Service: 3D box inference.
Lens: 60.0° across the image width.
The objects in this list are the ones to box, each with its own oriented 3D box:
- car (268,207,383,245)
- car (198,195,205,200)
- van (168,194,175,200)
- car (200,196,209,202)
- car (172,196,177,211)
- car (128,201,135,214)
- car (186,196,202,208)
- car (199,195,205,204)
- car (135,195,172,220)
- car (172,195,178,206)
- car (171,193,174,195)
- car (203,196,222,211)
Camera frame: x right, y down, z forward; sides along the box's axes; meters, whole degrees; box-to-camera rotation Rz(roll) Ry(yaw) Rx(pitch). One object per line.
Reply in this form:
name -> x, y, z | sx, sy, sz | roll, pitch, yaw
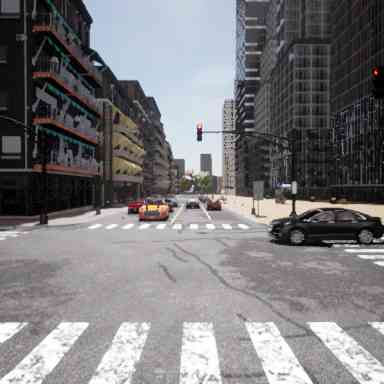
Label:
car -> 5.856, 1.461, 14.753 | 4.892, 1.490, 1.837 | 0, 1, 0
car -> 2.706, 1.523, 92.119 | 1.752, 1.417, 4.829 | -1, 0, 0
van -> -5.644, 1.339, 91.896 | 1.690, 1.788, 3.998 | -1, 0, 0
car -> 2.695, 1.538, 75.002 | 1.887, 1.381, 4.507 | -1, 0, 0
car -> -3.072, 1.494, 37.656 | 1.837, 1.490, 4.892 | 0, 0, 0
car -> -5.677, 1.536, 35.407 | 1.887, 1.381, 4.507 | -1, 0, 0
car -> 0.139, 1.591, 47.935 | 1.895, 1.301, 4.718 | 0, 0, 0
car -> 2.688, 1.543, 63.704 | 2.008, 1.369, 4.403 | -1, 0, 0
car -> -3.081, 1.345, 27.662 | 2.097, 1.767, 4.553 | 0, 0, 0
car -> -3.057, 1.537, 50.653 | 2.033, 1.411, 5.357 | 0, 0, 0
car -> -5.648, 1.311, 86.248 | 2.192, 1.841, 5.009 | -1, 0, 0
car -> 2.673, 1.535, 41.108 | 1.887, 1.381, 4.507 | -1, 0, 0
